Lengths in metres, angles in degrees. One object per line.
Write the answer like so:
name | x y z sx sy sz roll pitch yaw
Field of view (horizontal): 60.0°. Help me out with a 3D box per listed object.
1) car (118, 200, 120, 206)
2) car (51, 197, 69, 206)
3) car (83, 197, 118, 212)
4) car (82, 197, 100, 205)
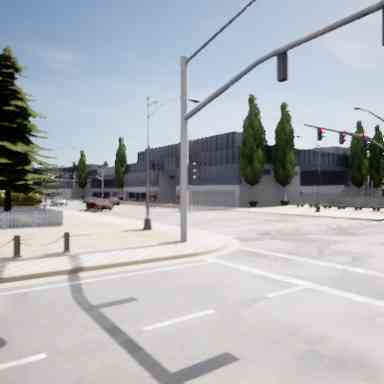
car | -13.355 1.592 54.553 1.994 1.385 4.181 0 0 -35
car | -21.461 1.586 53.763 1.812 1.442 4.674 0 0 -36
car | -10.846 1.496 38.744 1.882 1.535 5.008 0 0 -35
car | -19.060 1.592 62.442 1.994 1.385 4.181 0 0 -36
